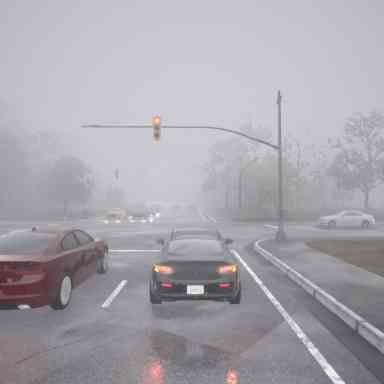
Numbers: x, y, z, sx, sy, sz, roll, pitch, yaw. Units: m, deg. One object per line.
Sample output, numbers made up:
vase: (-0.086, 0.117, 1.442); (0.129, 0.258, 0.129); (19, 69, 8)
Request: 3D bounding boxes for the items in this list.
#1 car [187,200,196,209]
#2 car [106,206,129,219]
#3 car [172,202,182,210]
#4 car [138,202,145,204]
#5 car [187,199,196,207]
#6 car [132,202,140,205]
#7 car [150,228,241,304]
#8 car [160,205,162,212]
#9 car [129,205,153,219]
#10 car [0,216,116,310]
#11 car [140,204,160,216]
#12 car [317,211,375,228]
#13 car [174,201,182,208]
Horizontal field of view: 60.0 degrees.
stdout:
car: (-0.102, 3.289, 77.191); (1.994, 1.385, 4.181); (0, 0, 0)
car: (-10.659, 3.023, 46.957); (1.882, 1.535, 5.008); (0, -2, 0)
car: (-3.601, 3.342, 76.892); (1.895, 1.301, 4.718); (0, 0, 0)
car: (-10.609, 3.027, 66.477); (2.150, 2.045, 5.566); (0, 0, 0)
car: (-0.207, 2.877, 86.926); (2.097, 1.767, 4.553); (0, 0, -3)
car: (-10.657, 3.095, 55.817); (2.097, 1.767, 4.553); (0, -1, 0)
car: (0.070, 1.604, 8.179); (1.812, 1.442, 4.674); (0, -1, 0)
car: (-7.109, 3.297, 66.618); (2.128, 1.511, 4.902); (0, 0, 0)
car: (-7.148, 3.026, 47.091); (1.882, 1.535, 5.008); (0, -2, 1)
car: (-3.427, 1.554, 8.036); (1.882, 1.535, 5.008); (0, -1, 0)
car: (-7.159, 3.245, 56.562); (2.128, 1.511, 4.902); (0, -1, 0)
car: (13.208, 2.334, 28.622); (4.674, 1.442, 1.812); (0, -2, -1)
car: (-3.715, 3.210, 86.803); (1.812, 1.442, 4.674); (0, 0, -3)
